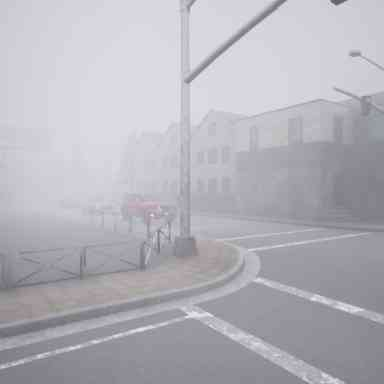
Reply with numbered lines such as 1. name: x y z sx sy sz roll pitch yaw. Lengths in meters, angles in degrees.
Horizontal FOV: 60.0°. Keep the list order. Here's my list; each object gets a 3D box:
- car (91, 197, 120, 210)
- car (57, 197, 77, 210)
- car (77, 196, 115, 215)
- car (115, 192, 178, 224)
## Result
1. car: -10.554 1.329 40.407 1.837 1.490 4.892 0 0 -35
2. car: -14.928 1.328 40.281 1.837 1.490 4.892 0 0 -35
3. car: -8.962 1.176 31.793 2.097 1.767 4.553 0 0 -35
4. car: -3.216 1.045 23.656 2.150 2.045 5.566 0 0 -35
